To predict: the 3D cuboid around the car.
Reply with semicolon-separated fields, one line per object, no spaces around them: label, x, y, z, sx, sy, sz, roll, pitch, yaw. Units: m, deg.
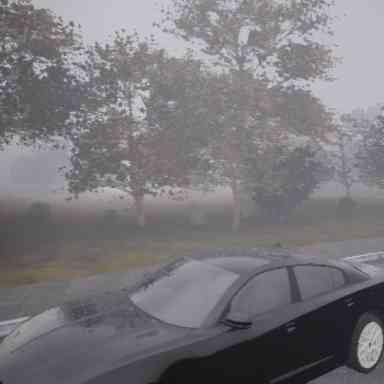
car;0.469;1.450;4.070;5.008;1.535;1.882;0;0;-33
